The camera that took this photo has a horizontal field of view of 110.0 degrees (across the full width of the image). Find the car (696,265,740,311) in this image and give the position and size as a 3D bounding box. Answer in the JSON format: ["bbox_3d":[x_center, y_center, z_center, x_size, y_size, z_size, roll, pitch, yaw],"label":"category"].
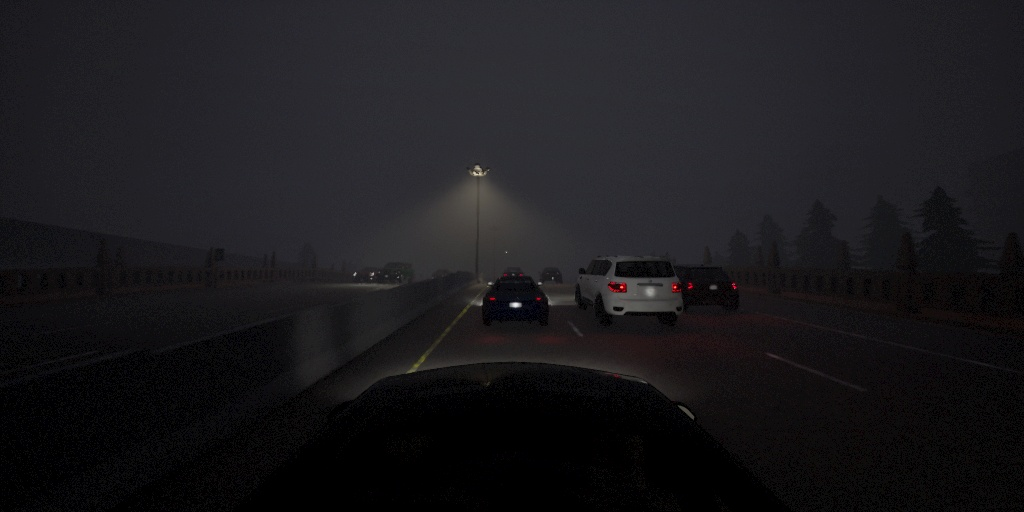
[{"bbox_3d":[7.102,1.134,14.758,2.097,1.767,4.553,0,0,0],"label":"car"}]

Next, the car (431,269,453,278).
[{"bbox_3d":[-7.091,2.096,37.134,1.837,1.490,4.892,0,-4,0],"label":"car"}]

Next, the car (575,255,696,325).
[{"bbox_3d":[3.601,0.997,12.024,2.150,2.045,5.566,0,0,0],"label":"car"}]

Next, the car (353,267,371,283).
[{"bbox_3d":[-14.088,1.853,35.923,2.097,1.767,4.553,0,-4,0],"label":"car"}]

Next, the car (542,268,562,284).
[{"bbox_3d":[3.604,1.873,34.030,1.837,1.490,4.892,0,-4,0],"label":"car"}]

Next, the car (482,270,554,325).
[{"bbox_3d":[0.101,1.339,12.000,1.994,1.385,4.181,0,0,0],"label":"car"}]

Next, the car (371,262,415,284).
[{"bbox_3d":[-10.594,1.528,33.074,2.150,2.045,5.566,0,-4,0],"label":"car"}]

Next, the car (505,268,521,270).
[{"bbox_3d":[0.103,1.673,29.830,2.033,1.411,5.357,0,-3,0],"label":"car"}]
